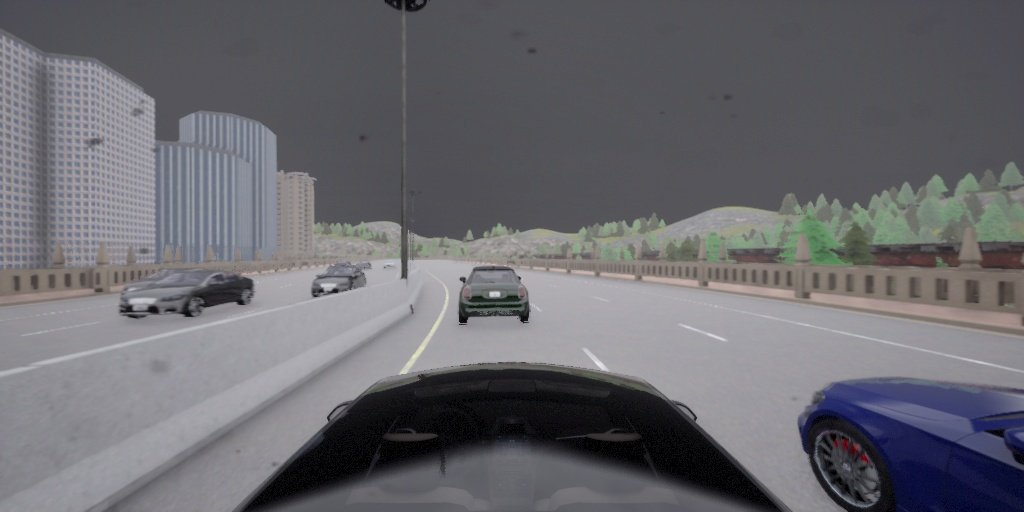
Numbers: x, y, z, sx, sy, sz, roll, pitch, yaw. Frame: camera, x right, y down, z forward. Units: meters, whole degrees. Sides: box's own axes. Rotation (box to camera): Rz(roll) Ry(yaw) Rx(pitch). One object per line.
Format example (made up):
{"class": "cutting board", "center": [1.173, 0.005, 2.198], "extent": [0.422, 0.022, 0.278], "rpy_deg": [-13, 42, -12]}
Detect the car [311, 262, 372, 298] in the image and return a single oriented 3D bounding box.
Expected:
{"class": "car", "center": [-8.983, 1.285, 18.982], "extent": [2.128, 1.511, 4.902], "rpy_deg": [0, 0, -11]}

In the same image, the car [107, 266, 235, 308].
{"class": "car", "center": [-15.714, 1.313, 17.005], "extent": [2.128, 1.511, 4.902], "rpy_deg": [0, 0, -11]}

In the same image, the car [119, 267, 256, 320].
{"class": "car", "center": [-11.562, 1.294, 13.230], "extent": [2.128, 1.511, 4.902], "rpy_deg": [0, 0, -9]}

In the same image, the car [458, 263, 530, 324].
{"class": "car", "center": [-0.718, 1.109, 12.288], "extent": [2.097, 1.767, 4.553], "rpy_deg": [0, 0, -6]}

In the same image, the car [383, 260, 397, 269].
{"class": "car", "center": [-20.224, 1.380, 59.451], "extent": [1.812, 1.442, 4.674], "rpy_deg": [0, 0, -16]}

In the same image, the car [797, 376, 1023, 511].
{"class": "car", "center": [3.475, 1.261, 1.244], "extent": [1.812, 1.442, 4.674], "rpy_deg": [0, 0, 0]}
